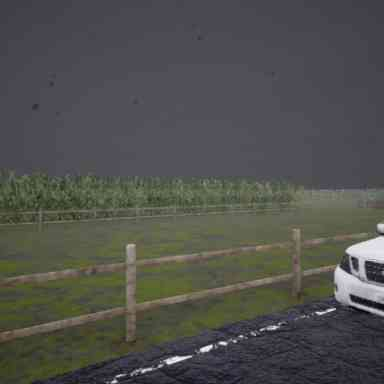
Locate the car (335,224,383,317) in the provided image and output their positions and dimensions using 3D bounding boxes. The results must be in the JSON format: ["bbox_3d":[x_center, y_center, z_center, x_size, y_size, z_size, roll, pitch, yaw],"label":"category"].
[{"bbox_3d":[5.187,1.220,6.371,5.566,2.045,2.150,0,0,-32],"label":"car"}]
